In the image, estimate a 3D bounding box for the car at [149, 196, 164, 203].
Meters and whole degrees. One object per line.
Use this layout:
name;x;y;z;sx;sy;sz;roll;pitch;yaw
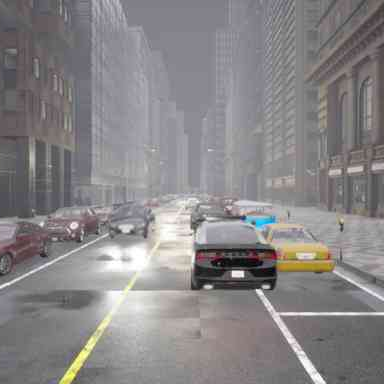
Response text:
car;-5.674;1.558;49.452;1.887;1.381;4.507;0;0;0

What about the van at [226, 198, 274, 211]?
van;2.788;1.341;15.838;1.690;1.788;3.998;0;0;0

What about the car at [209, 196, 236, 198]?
car;2.809;1.317;27.041;2.192;1.841;5.009;0;0;0

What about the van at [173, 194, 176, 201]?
van;-5.611;1.375;83.065;1.690;1.788;3.998;0;0;0

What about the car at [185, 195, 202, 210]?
car;0.104;1.535;43.696;1.812;1.442;4.674;0;0;1

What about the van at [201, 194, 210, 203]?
van;2.893;1.368;71.854;1.690;1.788;3.998;0;0;0

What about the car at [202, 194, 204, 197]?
car;2.851;1.453;49.448;1.967;1.590;4.097;0;0;0

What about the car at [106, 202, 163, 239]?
car;-2.968;1.492;17.401;2.128;1.511;4.902;0;0;0

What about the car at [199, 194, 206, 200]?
car;2.935;1.482;94.262;1.967;1.590;4.097;0;0;0

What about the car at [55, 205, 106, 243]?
car;-5.737;1.440;15.839;1.967;1.590;4.097;0;0;0

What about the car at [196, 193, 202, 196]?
car;0.106;1.369;55.780;2.097;1.767;4.553;0;0;0

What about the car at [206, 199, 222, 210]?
car;2.841;1.576;43.846;1.947;1.339;4.313;0;0;0

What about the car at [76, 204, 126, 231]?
car;-5.726;1.551;21.442;2.008;1.369;4.403;0;0;0

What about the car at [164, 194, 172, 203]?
car;-5.643;1.464;66.259;1.967;1.590;4.097;0;0;0

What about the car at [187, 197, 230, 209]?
car;0.934;1.351;19.050;2.097;1.767;4.553;0;0;0

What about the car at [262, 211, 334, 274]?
car;2.778;1.525;10.406;1.752;1.417;4.829;0;0;0

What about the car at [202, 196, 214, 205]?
car;2.872;1.460;60.651;1.967;1.590;4.097;0;0;0

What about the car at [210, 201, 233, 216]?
car;2.820;1.586;32.643;1.802;1.307;4.206;0;0;0

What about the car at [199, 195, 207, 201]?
car;2.925;1.583;88.660;1.887;1.381;4.507;0;0;0

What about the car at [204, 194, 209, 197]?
car;2.830;1.322;38.244;2.192;1.841;5.009;0;0;0

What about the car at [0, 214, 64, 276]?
car;-5.747;1.582;10.238;1.802;1.307;4.206;0;0;0

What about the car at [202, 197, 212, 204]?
car;2.883;1.605;66.253;1.802;1.307;4.206;0;0;0

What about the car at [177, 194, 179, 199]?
car;-5.590;1.586;94.269;1.887;1.381;4.507;0;0;0

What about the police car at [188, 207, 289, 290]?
police car;0.916;1.425;9.189;1.930;1.638;5.238;0;0;0

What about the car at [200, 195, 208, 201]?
car;2.915;1.579;83.058;1.887;1.381;4.507;0;0;0

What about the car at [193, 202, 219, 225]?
car;0.946;1.527;25.079;1.812;1.442;4.674;0;0;0

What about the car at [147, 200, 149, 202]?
car;-5.705;1.570;32.645;1.947;1.339;4.313;0;0;0
